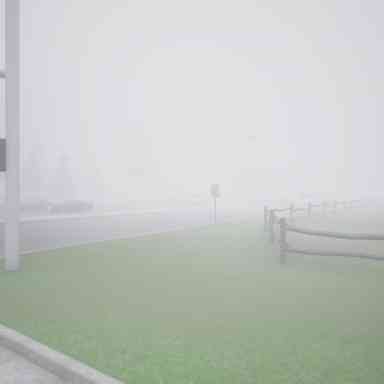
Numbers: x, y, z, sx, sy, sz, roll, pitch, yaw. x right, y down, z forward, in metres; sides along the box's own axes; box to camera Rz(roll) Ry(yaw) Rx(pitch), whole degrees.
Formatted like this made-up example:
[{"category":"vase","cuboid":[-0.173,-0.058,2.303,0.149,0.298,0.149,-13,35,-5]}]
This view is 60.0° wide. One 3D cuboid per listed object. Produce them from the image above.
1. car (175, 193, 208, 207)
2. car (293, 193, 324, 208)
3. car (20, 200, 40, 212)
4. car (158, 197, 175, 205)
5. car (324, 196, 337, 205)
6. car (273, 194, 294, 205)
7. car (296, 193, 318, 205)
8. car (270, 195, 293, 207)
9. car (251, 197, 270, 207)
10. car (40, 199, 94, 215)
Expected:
[{"category":"car","cuboid":[0.314,1.220,51.648,2.150,2.045,5.566,0,0,35]},{"category":"car","cuboid":[17.480,1.222,49.620,2.150,2.045,5.566,0,0,36]},{"category":"car","cuboid":[-17.655,1.564,38.113,1.994,1.385,4.181,0,0,35]},{"category":"car","cuboid":[-3.584,1.547,58.246,2.033,1.411,5.357,0,0,35]},{"category":"car","cuboid":[24.387,1.526,59.105,1.812,1.442,4.674,0,0,36]},{"category":"car","cuboid":[16.765,1.352,60.719,2.097,1.767,4.553,0,0,36]},{"category":"car","cuboid":[20.796,1.221,60.123,2.150,2.045,5.566,0,0,37]},{"category":"car","cuboid":[14.155,1.352,50.977,2.097,1.767,4.553,0,0,35]},{"category":"car","cuboid":[11.246,1.547,53.001,2.033,1.411,5.357,0,0,36]},{"category":"car","cuboid":[-12.221,1.492,33.669,2.128,1.511,4.902,0,0,35]}]
